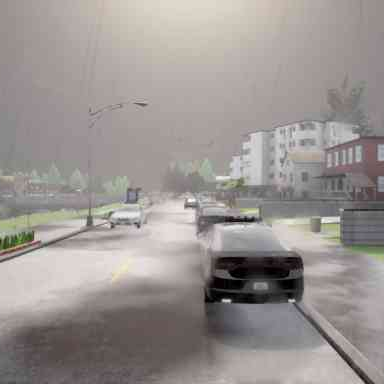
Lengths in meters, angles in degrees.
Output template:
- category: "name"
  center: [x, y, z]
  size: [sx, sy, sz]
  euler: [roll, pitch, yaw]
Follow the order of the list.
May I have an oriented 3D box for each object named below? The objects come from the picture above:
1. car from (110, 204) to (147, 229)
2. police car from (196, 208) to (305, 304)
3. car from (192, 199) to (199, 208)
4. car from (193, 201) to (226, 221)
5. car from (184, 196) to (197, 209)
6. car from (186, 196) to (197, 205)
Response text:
- category: "car"
  center: [-4.034, 1.526, 21.759]
  size: [1.812, 1.442, 4.674]
  euler: [0, 0, 0]
- category: "police car"
  center: [1.187, 1.425, 8.351]
  size: [1.930, 1.638, 5.238]
  euler: [0, 0, 0]
- category: "car"
  center: [1.163, 1.506, 24.241]
  size: [1.837, 1.490, 4.892]
  euler: [0, 0, 0]
- category: "car"
  center: [1.172, 1.478, 18.241]
  size: [1.882, 1.535, 5.008]
  euler: [0, 0, 0]
- category: "car"
  center: [-0.044, 1.564, 45.756]
  size: [1.994, 1.385, 4.181]
  euler: [0, 0, 0]
- category: "car"
  center: [-0.088, 1.478, 59.082]
  size: [1.882, 1.535, 5.008]
  euler: [0, 0, 0]
